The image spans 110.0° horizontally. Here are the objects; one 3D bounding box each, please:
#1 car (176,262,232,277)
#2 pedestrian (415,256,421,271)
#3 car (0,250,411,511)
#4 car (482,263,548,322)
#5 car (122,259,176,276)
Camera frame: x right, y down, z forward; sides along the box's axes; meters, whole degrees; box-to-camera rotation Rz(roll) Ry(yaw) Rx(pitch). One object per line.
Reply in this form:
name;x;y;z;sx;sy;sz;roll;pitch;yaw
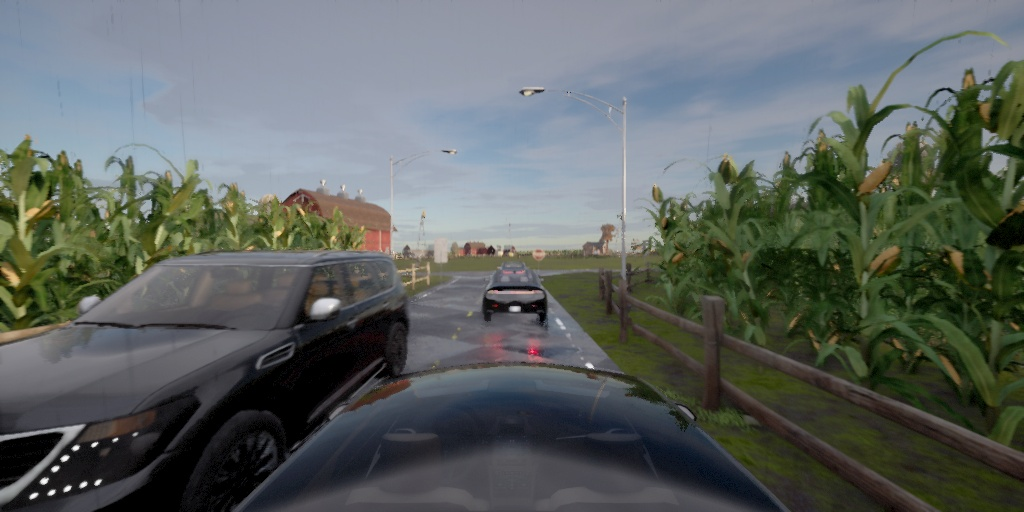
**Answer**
car;-33.877;1.446;39.458;5.008;1.535;1.882;-1;0;10
pedestrian;-11.214;0.905;42.647;0.375;1.860;0.375;0;1;4
car;-2.852;0.943;4.187;2.150;2.045;5.566;0;0;0
car;0.090;1.159;11.865;2.128;1.511;4.902;0;0;0
car;-45.264;1.370;44.718;5.566;2.045;2.150;-1;0;15
